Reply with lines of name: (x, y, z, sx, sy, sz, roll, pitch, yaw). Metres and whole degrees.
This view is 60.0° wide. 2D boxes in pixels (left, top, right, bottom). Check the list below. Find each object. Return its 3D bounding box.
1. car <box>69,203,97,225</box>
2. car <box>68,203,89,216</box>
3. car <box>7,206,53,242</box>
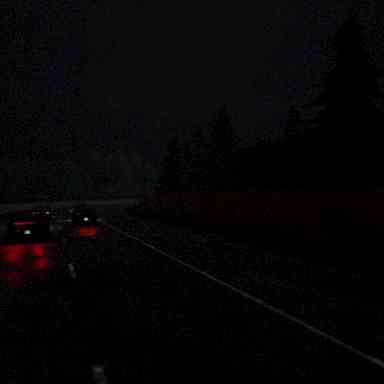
car: (-9.058, 1.883, 27.785, 1.837, 1.490, 4.892, 0, -1, -23)
car: (-14.025, 2.118, 41.521, 2.033, 1.411, 5.357, 0, -1, -14)
car: (-8.845, 1.753, 18.205, 2.128, 1.511, 4.902, 0, -1, -23)
